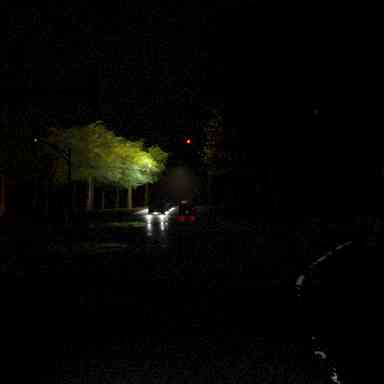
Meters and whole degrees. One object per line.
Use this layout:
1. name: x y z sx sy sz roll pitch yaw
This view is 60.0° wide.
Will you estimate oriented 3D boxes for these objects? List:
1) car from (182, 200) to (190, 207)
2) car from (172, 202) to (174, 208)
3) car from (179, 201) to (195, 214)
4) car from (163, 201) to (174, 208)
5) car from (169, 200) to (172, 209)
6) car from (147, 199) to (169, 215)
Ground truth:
1. car: -1.559 2.825 80.652 1.882 1.535 5.008 0 -2 -1
2. car: -4.607 2.073 58.017 2.097 1.767 4.553 0 -1 -1
3. car: -0.592 2.009 40.757 1.895 1.301 4.718 0 -1 -1
4. car: -4.779 2.566 68.247 1.895 1.301 4.718 0 -2 -1
5. car: -4.405 2.080 49.085 1.812 1.442 4.674 0 -1 -1
6. car: -4.196 1.903 40.092 1.837 1.490 4.892 0 -1 -1
